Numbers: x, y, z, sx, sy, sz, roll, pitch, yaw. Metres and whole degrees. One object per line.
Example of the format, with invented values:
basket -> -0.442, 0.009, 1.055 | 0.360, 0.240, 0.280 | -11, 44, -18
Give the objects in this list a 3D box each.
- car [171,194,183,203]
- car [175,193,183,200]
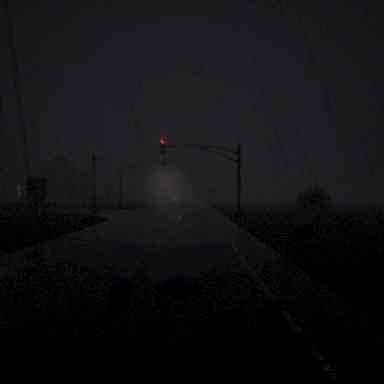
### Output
car -> -3.613, 1.527, 76.563 | 2.097, 1.767, 4.553 | 0, 0, 0
car -> -3.639, 1.265, 93.000 | 2.097, 1.767, 4.553 | 0, 0, 0
